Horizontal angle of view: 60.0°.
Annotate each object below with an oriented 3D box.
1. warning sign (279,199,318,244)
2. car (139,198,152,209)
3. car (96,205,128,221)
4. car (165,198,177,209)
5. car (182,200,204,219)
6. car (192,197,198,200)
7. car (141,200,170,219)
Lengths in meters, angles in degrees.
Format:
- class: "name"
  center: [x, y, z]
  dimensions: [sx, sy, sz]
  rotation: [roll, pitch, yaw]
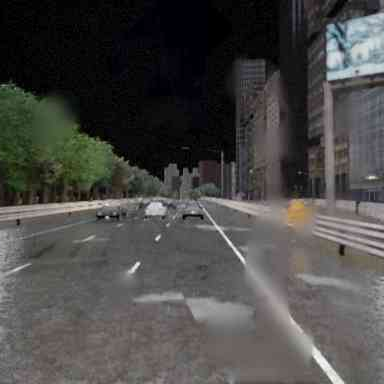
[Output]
- class: "warning sign"
  center: [4.535, 1.218, 14.228]
  dimensions: [1.300, 1.860, 1.060]
  rotation: [-1, -1, 0]
- class: "car"
  center: [-6.923, 1.718, 51.614]
  dimensions: [2.097, 1.767, 4.553]
  rotation: [0, 0, 0]
- class: "car"
  center: [-6.914, 1.802, 29.327]
  dimensions: [1.895, 1.301, 4.718]
  rotation: [0, 0, 0]
- class: "car"
  center: [-3.427, 1.714, 51.506]
  dimensions: [2.097, 1.767, 4.553]
  rotation: [0, 0, 1]
- class: "car"
  center: [0.093, 1.780, 31.581]
  dimensions: [1.994, 1.385, 4.181]
  rotation: [0, 0, 0]
- class: "car"
  center: [0.079, 1.928, 51.853]
  dimensions: [1.994, 1.385, 4.181]
  rotation: [0, 0, 0]
- class: "car"
  center: [-3.408, 1.745, 32.074]
  dimensions: [1.812, 1.442, 4.674]
  rotation: [0, 0, 0]
